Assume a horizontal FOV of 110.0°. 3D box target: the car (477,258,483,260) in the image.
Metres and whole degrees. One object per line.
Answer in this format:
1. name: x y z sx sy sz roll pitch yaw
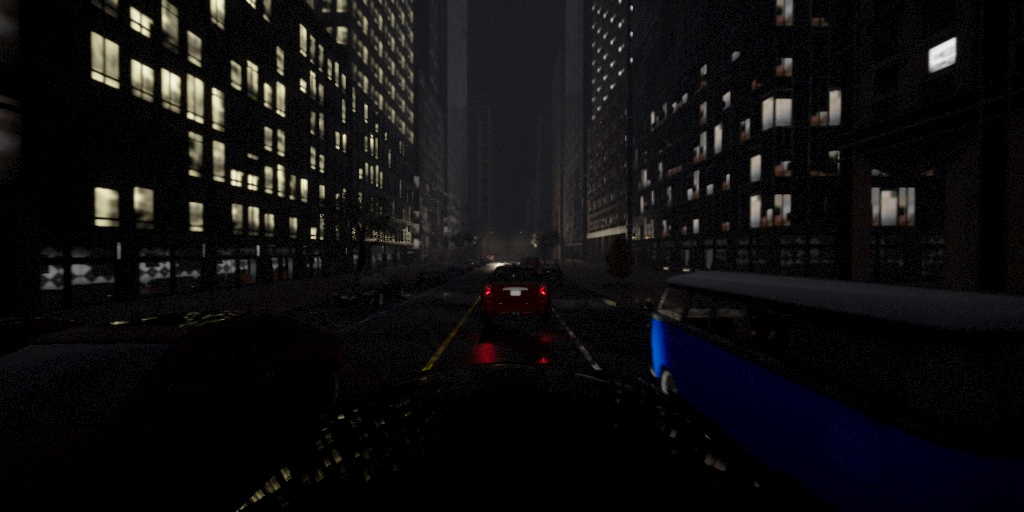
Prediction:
1. car: -5.677 1.099 54.344 1.751 1.417 4.829 0 0 0

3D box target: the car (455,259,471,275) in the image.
1. car: -5.682 1.213 37.463 1.802 1.307 4.207 0 0 0

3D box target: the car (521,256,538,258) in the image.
1. car: 2.702 0.908 48.828 2.192 1.841 5.009 0 0 0

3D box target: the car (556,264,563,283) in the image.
1. car: 2.696 1.220 26.093 2.007 1.370 4.403 0 0 0

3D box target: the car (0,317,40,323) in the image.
1. car: -5.691 1.326 3.361 1.802 1.307 4.207 0 0 0

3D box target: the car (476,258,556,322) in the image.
1. car: 0.103 1.067 12.320 2.097 1.767 4.553 0 0 0

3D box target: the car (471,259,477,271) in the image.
1. car: -5.680 1.052 43.146 1.967 1.591 4.097 0 0 0

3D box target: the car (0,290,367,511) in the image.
1. car: -3.098 1.271 2.993 1.812 1.442 4.674 0 0 0

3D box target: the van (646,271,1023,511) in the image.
1. van: 2.690 1.086 3.359 1.690 1.789 3.998 0 0 0

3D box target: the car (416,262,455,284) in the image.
1. car: -5.685 1.219 26.095 2.007 1.370 4.403 0 0 0

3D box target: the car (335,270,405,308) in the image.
1. car: -5.688 1.257 14.729 2.007 1.370 4.403 0 0 0
